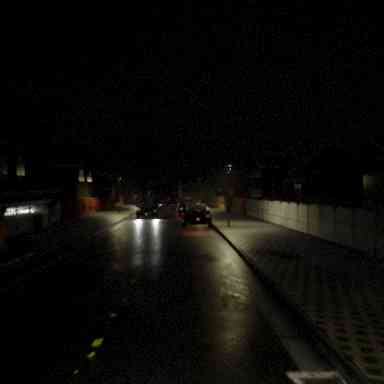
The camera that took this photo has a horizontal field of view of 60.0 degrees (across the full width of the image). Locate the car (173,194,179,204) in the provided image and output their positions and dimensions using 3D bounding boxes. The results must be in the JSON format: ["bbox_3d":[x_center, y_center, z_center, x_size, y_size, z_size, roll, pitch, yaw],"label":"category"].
[{"bbox_3d":[-0.828,1.410,38.440,2.097,1.767,4.553,0,0,-5],"label":"car"}]

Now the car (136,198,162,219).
[{"bbox_3d":[-3.882,1.561,29.577,1.812,1.442,4.674,0,0,-4],"label":"car"}]

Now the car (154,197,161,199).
[{"bbox_3d":[-7.313,1.716,70.585,2.033,1.411,5.357,0,0,-5],"label":"car"}]

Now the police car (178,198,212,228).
[{"bbox_3d":[0.235,1.438,22.538,1.930,1.638,5.238,0,0,-3],"label":"police car"}]

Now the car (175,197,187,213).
[{"bbox_3d":[-0.364,1.516,32.457,1.882,1.535,5.008,0,0,-4],"label":"car"}]

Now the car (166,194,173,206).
[{"bbox_3d":[-3.256,1.358,56.630,2.150,2.045,5.566,0,0,-5],"label":"car"}]

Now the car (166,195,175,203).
[{"bbox_3d":[-4.772,1.523,73.671,1.882,1.535,5.008,0,0,-5],"label":"car"}]
